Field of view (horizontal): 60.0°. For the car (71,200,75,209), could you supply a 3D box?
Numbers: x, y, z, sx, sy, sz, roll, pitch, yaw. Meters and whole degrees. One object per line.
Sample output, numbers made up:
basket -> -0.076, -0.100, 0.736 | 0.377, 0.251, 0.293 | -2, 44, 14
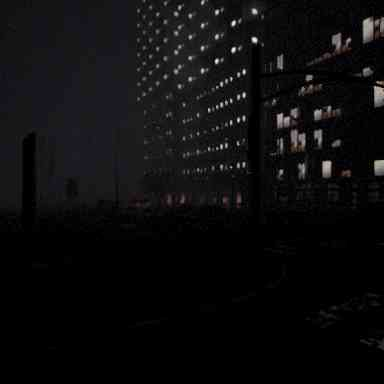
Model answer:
car -> -20.735, 2.510, 61.540 | 1.752, 1.417, 4.829 | -1, -1, -27

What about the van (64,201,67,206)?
van -> -25.869, 2.530, 71.742 | 1.690, 1.788, 3.998 | -1, -1, -27

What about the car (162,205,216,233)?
car -> -0.588, 1.769, 21.496 | 2.008, 1.369, 4.403 | -1, -1, -27

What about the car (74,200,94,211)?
car -> -18.283, 2.439, 56.667 | 2.008, 1.369, 4.403 | -1, -1, -27

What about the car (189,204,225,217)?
car -> 1.842, 1.988, 35.312 | 1.947, 1.339, 4.313 | -1, -1, -27

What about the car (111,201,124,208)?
car -> -15.851, 2.687, 70.482 | 1.802, 1.307, 4.206 | -1, -1, -27

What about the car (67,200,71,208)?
car -> -23.338, 2.632, 66.716 | 1.887, 1.381, 4.507 | -1, -1, -27

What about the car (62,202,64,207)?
car -> -30.920, 2.936, 81.788 | 1.887, 1.381, 4.507 | -1, -1, -27

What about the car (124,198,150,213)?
car -> -7.791, 1.913, 48.576 | 2.150, 2.045, 5.566 | 0, -1, -25

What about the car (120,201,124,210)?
car -> -12.577, 2.353, 58.013 | 1.882, 1.535, 5.008 | 0, -1, -27

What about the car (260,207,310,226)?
car -> 6.898, 1.786, 25.263 | 2.008, 1.369, 4.403 | -1, -1, -27

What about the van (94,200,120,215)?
van -> -10.704, 1.936, 41.597 | 1.690, 1.788, 3.998 | -1, -1, -27
